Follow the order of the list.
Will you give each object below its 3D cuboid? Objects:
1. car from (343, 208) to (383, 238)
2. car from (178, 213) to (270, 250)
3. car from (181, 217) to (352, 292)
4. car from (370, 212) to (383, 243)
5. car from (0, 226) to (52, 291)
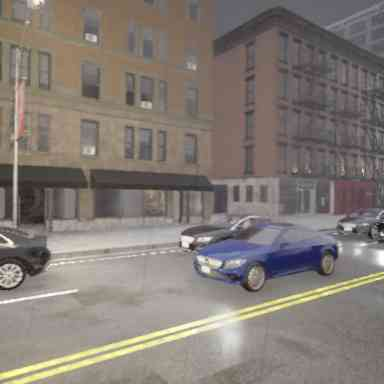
[{"bbox_3d":[10.146,1.692,18.784,4.902,1.511,2.128,1,0,-36],"label":"car"},{"bbox_3d":[1.783,1.585,12.888,4.902,1.511,2.128,1,0,-35],"label":"car"},{"bbox_3d":[2.229,1.601,9.237,4.674,1.442,1.812,1,0,-35],"label":"car"},{"bbox_3d":[10.541,1.728,15.074,5.357,1.411,2.033,1,0,-36],"label":"car"},{"bbox_3d":[-5.811,1.502,7.517,4.892,1.490,1.837,1,-1,-36],"label":"car"}]
